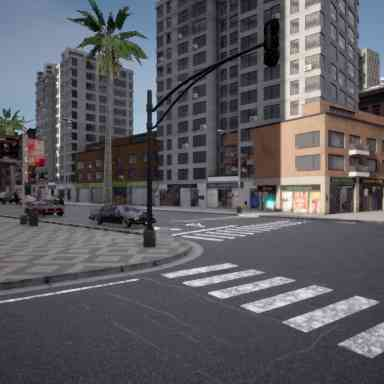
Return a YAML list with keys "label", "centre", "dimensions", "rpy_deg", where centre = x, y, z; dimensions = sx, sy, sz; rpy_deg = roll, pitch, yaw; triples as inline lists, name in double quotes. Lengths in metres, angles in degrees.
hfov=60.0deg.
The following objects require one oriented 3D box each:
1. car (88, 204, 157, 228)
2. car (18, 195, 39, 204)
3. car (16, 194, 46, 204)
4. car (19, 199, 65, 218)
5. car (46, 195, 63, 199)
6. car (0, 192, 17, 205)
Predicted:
- label: "car"
  centre: [-4.818, 1.523, 22.387]
  dimensions: [5.357, 1.411, 2.033]
  rpy_deg: [0, 0, 40]
- label: "car"
  centre: [-28.251, 1.270, 57.286]
  dimensions: [1.837, 1.490, 4.892]
  rpy_deg: [0, 0, -44]
- label: "car"
  centre: [-23.199, 1.361, 47.806]
  dimensions: [4.674, 1.442, 1.812]
  rpy_deg: [0, 0, 45]
- label: "car"
  centre: [-13.213, 1.532, 29.560]
  dimensions: [4.718, 1.301, 1.895]
  rpy_deg: [0, 0, 41]
- label: "car"
  centre: [-21.207, 1.184, 50.404]
  dimensions: [4.553, 1.767, 2.097]
  rpy_deg: [0, 0, 45]
- label: "car"
  centre: [-30.291, 0.991, 54.724]
  dimensions: [2.150, 2.045, 5.566]
  rpy_deg: [0, 0, -44]
